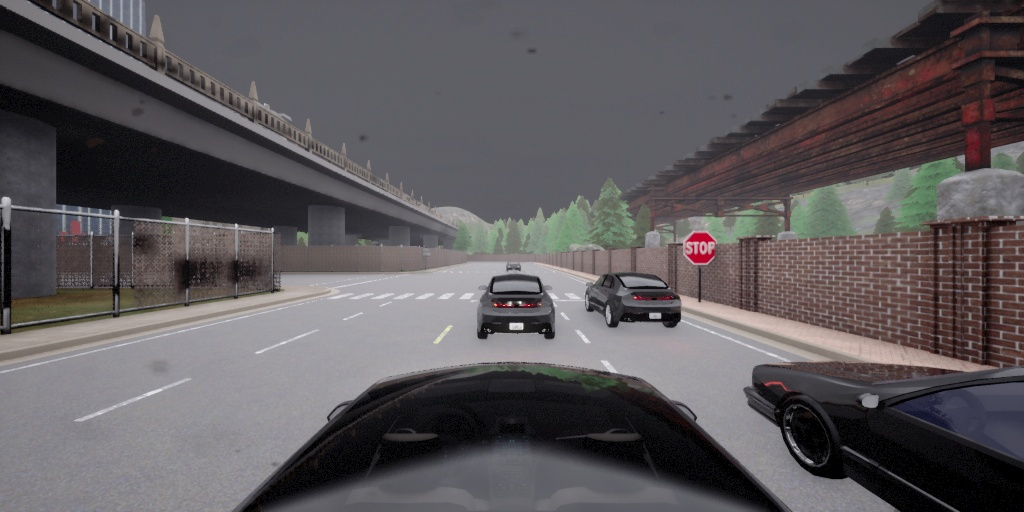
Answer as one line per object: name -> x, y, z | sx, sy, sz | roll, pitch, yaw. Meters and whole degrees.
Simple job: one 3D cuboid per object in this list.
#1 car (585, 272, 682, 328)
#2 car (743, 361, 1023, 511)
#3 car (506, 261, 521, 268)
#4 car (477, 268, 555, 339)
car -> 3.600, 1.255, 11.414 | 1.837, 1.490, 4.892 | 0, 0, 0
car -> 3.600, 1.297, 1.668 | 2.033, 1.411, 5.357 | 0, 0, 0
car -> 0.182, 1.351, 46.334 | 1.895, 1.301, 4.718 | 0, 0, -1
car -> 0.098, 1.255, 10.055 | 1.837, 1.490, 4.892 | 0, 0, 0
